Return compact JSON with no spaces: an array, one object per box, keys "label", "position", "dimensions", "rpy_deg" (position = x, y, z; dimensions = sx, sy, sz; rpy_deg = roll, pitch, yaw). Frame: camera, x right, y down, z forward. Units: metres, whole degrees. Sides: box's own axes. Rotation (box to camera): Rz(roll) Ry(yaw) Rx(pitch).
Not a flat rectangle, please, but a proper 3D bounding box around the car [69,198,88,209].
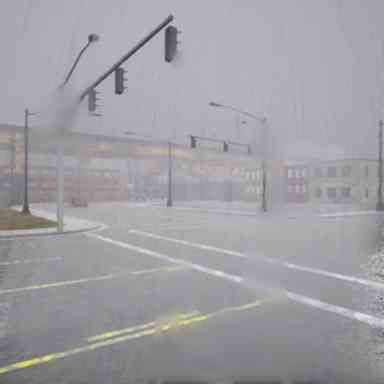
[{"label":"car","position":[-16.249,1.599,47.564],"dimensions":[1.837,1.490,4.892],"rpy_deg":[-1,1,-31]}]
